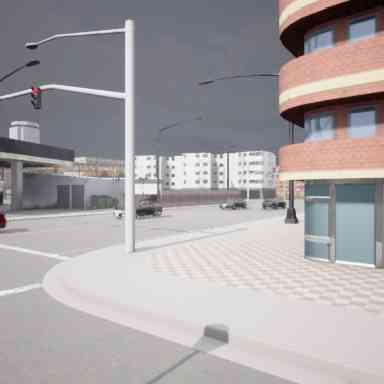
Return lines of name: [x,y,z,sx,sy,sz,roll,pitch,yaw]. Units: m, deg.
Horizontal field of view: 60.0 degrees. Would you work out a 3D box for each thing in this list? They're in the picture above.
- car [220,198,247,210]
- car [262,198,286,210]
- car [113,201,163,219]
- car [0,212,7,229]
car: [5.300,1.492,42.183,2.128,1.511,4.902,0,0,35]
car: [10.839,1.491,43.727,2.128,1.511,4.902,0,0,35]
car: [-4.489,1.492,28.023,2.128,1.511,4.902,0,0,35]
car: [-12.046,1.478,16.712,1.882,1.535,5.008,0,0,31]
